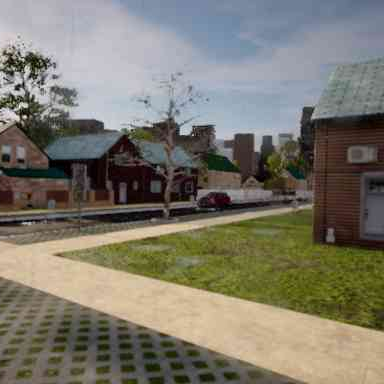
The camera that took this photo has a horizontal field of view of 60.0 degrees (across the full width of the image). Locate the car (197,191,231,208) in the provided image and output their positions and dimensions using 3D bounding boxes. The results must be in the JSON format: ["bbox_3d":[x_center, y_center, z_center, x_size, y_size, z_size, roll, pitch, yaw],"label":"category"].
[{"bbox_3d":[2.473,0.737,36.540,2.097,1.767,4.553,2,2,34],"label":"car"}]
